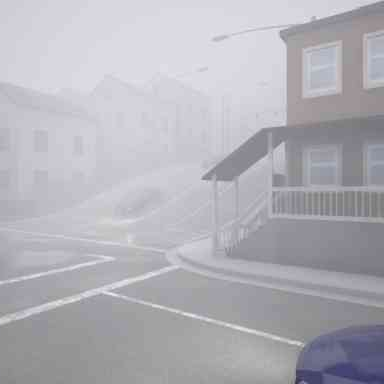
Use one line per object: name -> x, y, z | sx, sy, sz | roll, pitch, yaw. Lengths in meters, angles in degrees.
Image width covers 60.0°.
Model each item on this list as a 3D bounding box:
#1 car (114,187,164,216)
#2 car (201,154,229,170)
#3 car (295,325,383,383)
car -> -4.085, 0.561, 26.108 | 1.812, 1.442, 4.674 | 0, 18, 34
car -> 2.864, -3.355, 36.207 | 1.895, 1.301, 4.718 | 0, 14, 35
car -> 2.949, 1.526, 1.860 | 4.674, 1.442, 1.812 | 0, 0, 36
